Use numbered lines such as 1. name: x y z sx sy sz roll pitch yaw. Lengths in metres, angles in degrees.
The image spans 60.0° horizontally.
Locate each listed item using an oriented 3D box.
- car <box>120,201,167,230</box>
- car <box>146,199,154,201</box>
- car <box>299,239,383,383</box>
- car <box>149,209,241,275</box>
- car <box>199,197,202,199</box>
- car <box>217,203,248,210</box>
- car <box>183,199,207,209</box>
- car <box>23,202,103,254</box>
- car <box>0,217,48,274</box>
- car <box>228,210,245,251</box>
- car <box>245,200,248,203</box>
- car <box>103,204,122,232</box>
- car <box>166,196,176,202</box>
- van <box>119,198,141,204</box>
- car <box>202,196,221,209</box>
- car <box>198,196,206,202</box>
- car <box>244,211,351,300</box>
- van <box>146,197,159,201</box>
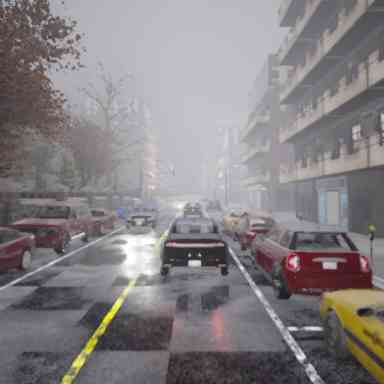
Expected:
1. car: -3.100 1.581 21.974 2.128 1.511 4.902 0 0 0
2. car: -5.660 1.713 36.082 1.947 1.339 4.313 1 0 0
3. car: 2.704 1.539 3.112 1.752 1.417 4.829 1 0 0
4. car: 0.081 1.536 10.576 2.128 1.511 4.902 0 0 0
5. car: 2.704 1.917 85.075 1.947 1.339 4.313 1 0 0
6. car: 2.704 1.606 19.682 1.752 1.417 4.829 1 0 0
7. car: 0.099 1.682 32.846 2.033 1.411 5.357 0 0 0
8. car: -5.672 1.372 13.990 2.192 1.841 5.009 1 0 0
9. car: -5.676 1.579 8.466 1.887 1.381 4.507 1 0 0
10. car: 2.703 1.639 13.988 1.802 1.307 4.206 1 0 0
11. car: 13.643 1.900 73.259 4.097 1.590 1.967 0 -2 1
12. car: -5.677 1.624 19.512 1.887 1.381 4.507 1 0 0
13. car: -5.675 1.875 84.904 1.752 1.417 4.829 1 0 0
14. van: -5.681 1.466 30.560 1.690 1.788 3.998 1 0 0
15. car: 2.675 1.611 41.605 1.967 1.590 4.097 1 0 0
16. car: 2.704 1.925 90.717 2.008 1.369 4.403 1 0 0
17. car: 2.706 1.475 8.466 1.967 1.590 4.097 1 0 0
18. van: -5.639 1.534 47.131 1.690 1.788 3.998 1 0 0
